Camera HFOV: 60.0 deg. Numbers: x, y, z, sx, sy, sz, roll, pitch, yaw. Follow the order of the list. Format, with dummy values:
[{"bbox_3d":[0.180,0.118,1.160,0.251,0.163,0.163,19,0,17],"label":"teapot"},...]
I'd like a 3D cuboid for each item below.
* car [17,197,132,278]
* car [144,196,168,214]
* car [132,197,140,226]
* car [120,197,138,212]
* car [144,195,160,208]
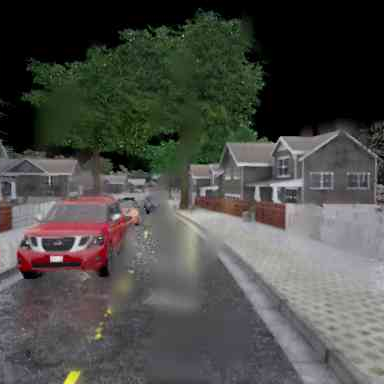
[{"bbox_3d":[-3.368,1.219,10.503,2.150,2.045,5.566,0,0,-4],"label":"car"},{"bbox_3d":[-3.707,1.303,34.357,2.097,1.767,4.553,0,0,-9],"label":"car"},{"bbox_3d":[-4.671,1.332,22.751,2.097,1.767,4.553,0,0,-8],"label":"car"},{"bbox_3d":[-7.123,1.357,38.038,1.882,1.535,5.008,0,0,-9],"label":"car"},{"bbox_3d":[-5.570,1.290,46.360,2.097,1.767,4.553,0,0,-7],"label":"car"}]
